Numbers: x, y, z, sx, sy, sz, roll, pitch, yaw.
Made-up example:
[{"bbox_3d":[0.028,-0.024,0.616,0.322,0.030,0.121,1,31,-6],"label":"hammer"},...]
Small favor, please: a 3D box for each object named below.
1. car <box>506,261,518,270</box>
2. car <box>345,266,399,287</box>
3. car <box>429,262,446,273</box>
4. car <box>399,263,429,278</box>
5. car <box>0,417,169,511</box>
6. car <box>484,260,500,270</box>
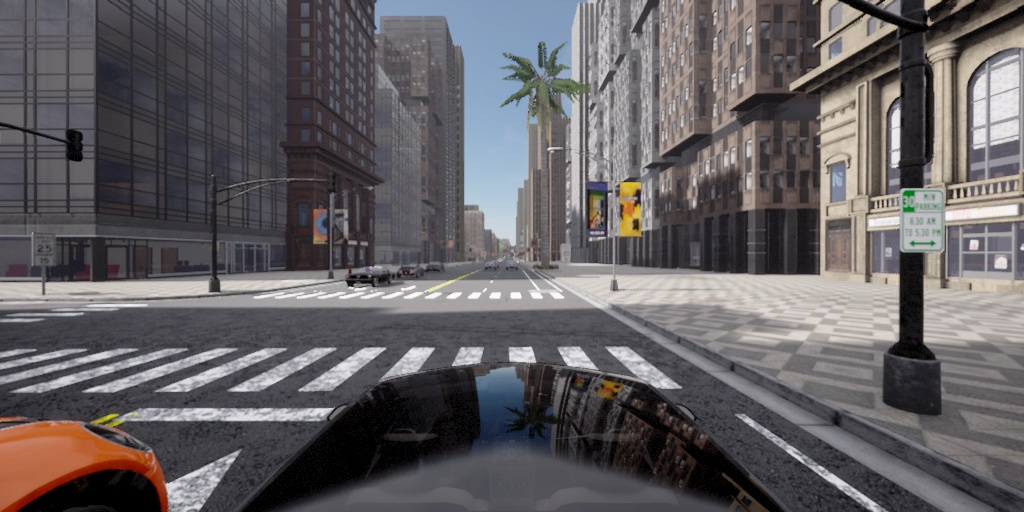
[{"bbox_3d":[-0.009,1.465,55.674,2.033,1.411,5.357,0,0,0],"label":"car"},{"bbox_3d":[-9.854,1.412,25.195,1.895,1.301,4.718,0,0,0],"label":"car"},{"bbox_3d":[-9.850,1.427,46.360,2.033,1.411,5.357,0,0,0],"label":"car"},{"bbox_3d":[-9.863,1.405,35.232,1.994,1.385,4.181,0,0,-1],"label":"car"},{"bbox_3d":[-3.156,1.098,0.281,2.097,1.767,4.553,0,0,0],"label":"car"},{"bbox_3d":[-3.259,1.465,55.673,2.033,1.411,5.357,0,0,0],"label":"car"}]
